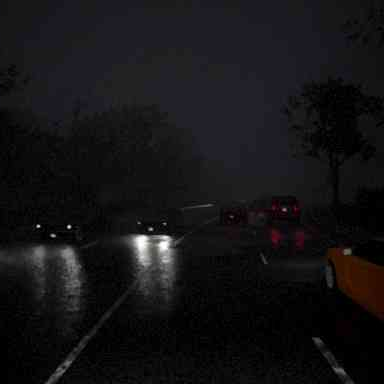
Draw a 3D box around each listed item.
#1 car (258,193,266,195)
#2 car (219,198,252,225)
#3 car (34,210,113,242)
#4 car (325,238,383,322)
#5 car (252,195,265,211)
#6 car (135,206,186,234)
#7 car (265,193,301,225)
[{"bbox_3d":[12.648,1.263,58.701,2.150,2.045,5.566,0,0,29],"label":"car"},{"bbox_3d":[3.178,1.489,24.617,1.882,1.535,5.008,0,0,12],"label":"car"},{"bbox_3d":[-5.690,1.581,16.564,1.895,1.301,4.718,0,0,9],"label":"car"},{"bbox_3d":[3.922,1.490,5.763,1.882,1.535,5.008,0,0,3],"label":"car"},{"bbox_3d":[8.513,1.524,41.562,2.128,1.511,4.902,0,0,22],"label":"car"},{"bbox_3d":[-1.659,1.541,19.775,2.033,1.411,5.357,0,0,10],"label":"car"},{"bbox_3d":[6.658,1.247,24.365,2.150,2.045,5.566,0,0,13],"label":"car"}]
